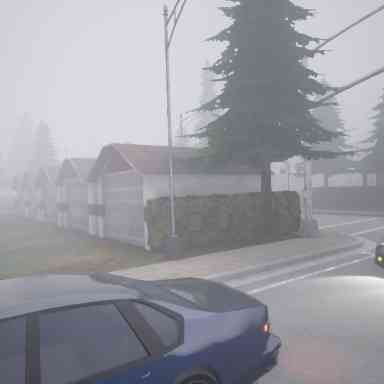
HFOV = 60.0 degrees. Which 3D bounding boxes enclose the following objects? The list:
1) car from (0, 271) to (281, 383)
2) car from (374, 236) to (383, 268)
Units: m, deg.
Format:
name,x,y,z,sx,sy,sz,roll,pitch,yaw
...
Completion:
name,x,y,z,sx,sy,sz,roll,pitch,yaw
car,-1.610,1.539,2.824,5.357,1.411,2.033,-2,1,-34
car,6.459,1.224,8.505,4.181,1.385,1.994,-1,0,-37
